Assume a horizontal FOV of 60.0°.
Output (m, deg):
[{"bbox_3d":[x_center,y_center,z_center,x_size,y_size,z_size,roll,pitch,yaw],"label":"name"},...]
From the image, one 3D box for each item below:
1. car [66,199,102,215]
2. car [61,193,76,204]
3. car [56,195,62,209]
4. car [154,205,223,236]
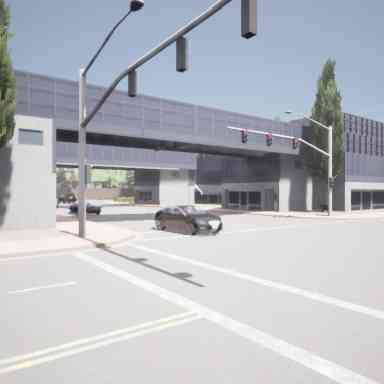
[{"bbox_3d":[-10.504,1.601,32.622,1.895,1.301,4.718,0,0,-36],"label":"car"},{"bbox_3d":[-23.749,1.221,63.027,2.150,2.045,5.566,0,0,-36],"label":"car"},{"bbox_3d":[-19.532,1.478,45.057,1.882,1.535,5.008,0,1,-36],"label":"car"},{"bbox_3d":[-0.307,1.492,18.679,2.128,1.511,4.902,0,0,-37],"label":"car"}]
